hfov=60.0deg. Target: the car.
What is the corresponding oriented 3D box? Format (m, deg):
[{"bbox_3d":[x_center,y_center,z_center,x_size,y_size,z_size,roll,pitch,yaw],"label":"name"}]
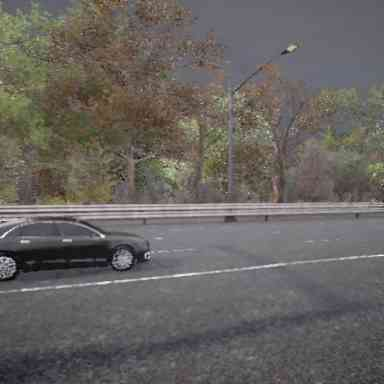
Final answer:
[{"bbox_3d":[-3.622,1.465,9.414,4.892,1.490,1.837,1,0,-23],"label":"car"}]
